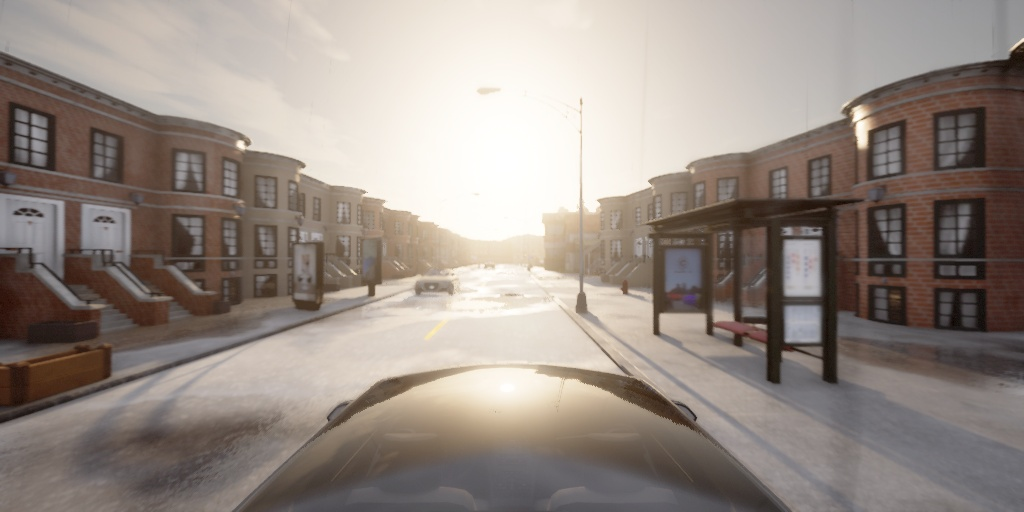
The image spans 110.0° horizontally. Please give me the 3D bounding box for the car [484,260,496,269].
[{"bbox_3d":[-3.999,1.564,65.228,2.128,1.511,4.902,0,0,0],"label":"car"}]

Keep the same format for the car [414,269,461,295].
[{"bbox_3d":[-4.095,1.408,20.262,1.994,1.385,4.181,0,0,0],"label":"car"}]
